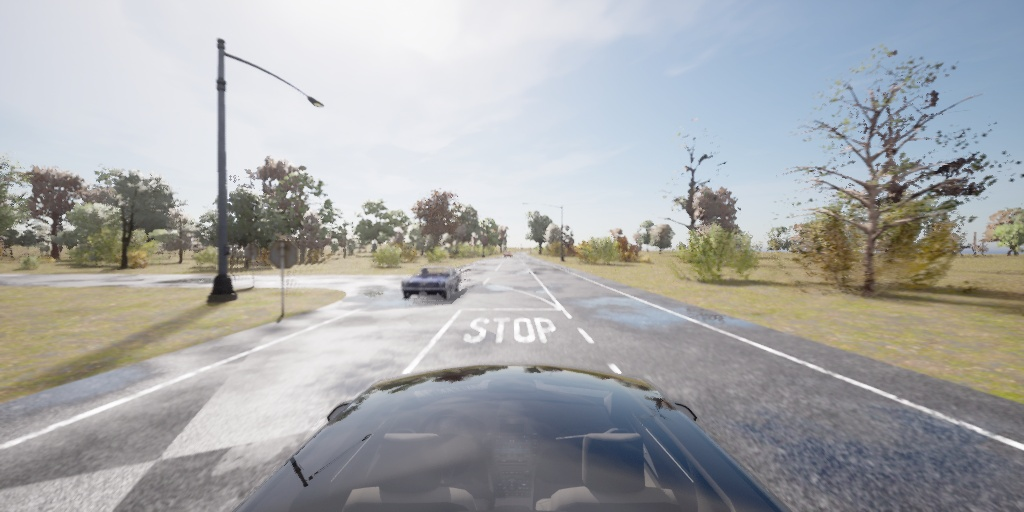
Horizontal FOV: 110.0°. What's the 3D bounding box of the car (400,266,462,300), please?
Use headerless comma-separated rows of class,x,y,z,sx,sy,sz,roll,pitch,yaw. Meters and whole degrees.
car,-3.486,1.132,16.212,1.895,1.301,4.718,0,1,0
